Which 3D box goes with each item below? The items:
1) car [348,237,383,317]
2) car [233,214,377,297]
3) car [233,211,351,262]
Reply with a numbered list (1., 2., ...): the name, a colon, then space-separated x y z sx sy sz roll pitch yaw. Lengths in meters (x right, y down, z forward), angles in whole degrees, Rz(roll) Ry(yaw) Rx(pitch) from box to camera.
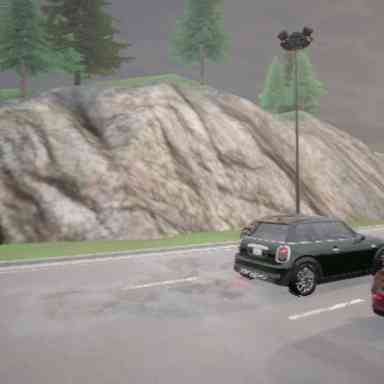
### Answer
1. car: 5.179 1.571 6.018 4.674 1.442 1.812 0 -1 -30
2. car: 3.410 1.454 9.052 4.553 1.767 2.097 0 -1 -30
3. car: 4.173 1.664 13.581 4.892 1.490 1.837 -1 0 -32
